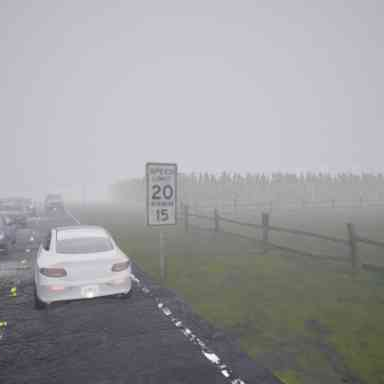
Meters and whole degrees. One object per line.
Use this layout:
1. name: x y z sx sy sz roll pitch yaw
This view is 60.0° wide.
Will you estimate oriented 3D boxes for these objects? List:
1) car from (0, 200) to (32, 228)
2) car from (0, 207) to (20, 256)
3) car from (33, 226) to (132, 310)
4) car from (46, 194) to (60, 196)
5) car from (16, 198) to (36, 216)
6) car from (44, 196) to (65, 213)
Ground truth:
1. car: -11.926 1.510 22.060 1.837 1.490 4.892 0 0 -23
2. car: -7.951 1.529 12.886 1.812 1.442 4.674 0 0 -24
3. car: -2.683 1.528 7.890 1.812 1.442 4.674 0 0 -23
4. car: -19.007 1.226 45.555 2.150 2.045 5.566 0 0 -23
5. car: -16.213 1.356 32.033 2.097 1.767 4.553 0 0 -23
6. car: -14.990 1.510 36.425 1.837 1.490 4.892 0 0 -23
